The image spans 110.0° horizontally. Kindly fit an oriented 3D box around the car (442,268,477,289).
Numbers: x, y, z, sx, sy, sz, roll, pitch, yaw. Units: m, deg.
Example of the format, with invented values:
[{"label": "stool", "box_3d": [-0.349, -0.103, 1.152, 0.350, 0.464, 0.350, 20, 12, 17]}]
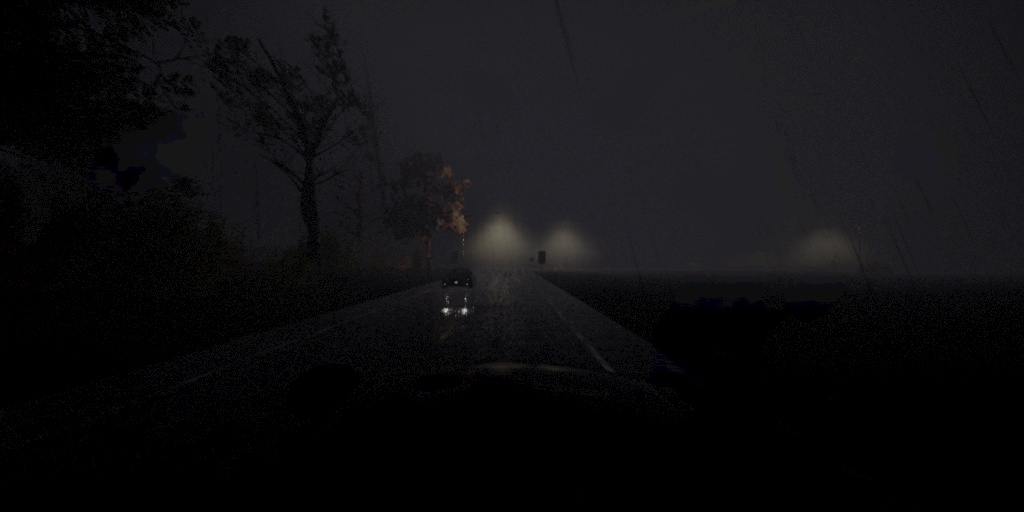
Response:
[{"label": "car", "box_3d": [-3.590, 1.516, 24.978, 1.994, 1.385, 4.181, 0, -1, 0]}]
